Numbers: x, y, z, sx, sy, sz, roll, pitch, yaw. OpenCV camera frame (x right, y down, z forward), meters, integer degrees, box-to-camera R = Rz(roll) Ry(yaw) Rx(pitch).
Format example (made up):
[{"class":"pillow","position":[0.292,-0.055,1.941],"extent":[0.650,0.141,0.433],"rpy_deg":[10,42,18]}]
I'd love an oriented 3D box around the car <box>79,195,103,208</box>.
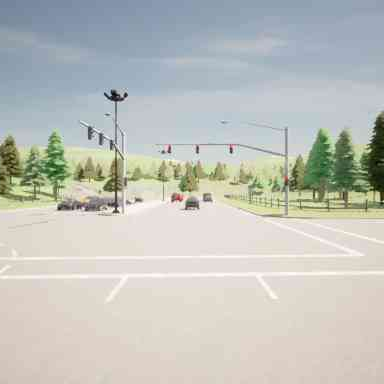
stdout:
[{"class":"car","position":[-15.057,1.352,49.756],"extent":[2.097,1.767,4.553],"rpy_deg":[0,0,0]}]

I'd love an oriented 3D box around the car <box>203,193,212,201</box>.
[{"class":"car","position":[3.820,1.166,84.439],"extent":[2.150,2.045,5.566],"rpy_deg":[0,0,2]}]

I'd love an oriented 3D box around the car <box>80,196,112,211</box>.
[{"class":"car","position":[-11.570,1.505,40.415],"extent":[1.837,1.490,4.892],"rpy_deg":[0,0,0]}]

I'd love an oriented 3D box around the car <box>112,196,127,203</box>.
[{"class":"car","position":[-14.946,1.595,68.777],"extent":[1.895,1.301,4.718],"rpy_deg":[0,0,0]}]

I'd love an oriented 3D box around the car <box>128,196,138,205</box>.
[{"class":"car","position":[-11.533,1.601,59.738],"extent":[1.895,1.301,4.718],"rpy_deg":[0,0,1]}]

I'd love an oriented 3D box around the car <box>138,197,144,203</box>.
[{"class":"car","position":[-11.445,1.595,69.931],"extent":[1.895,1.301,4.718],"rpy_deg":[0,0,0]}]

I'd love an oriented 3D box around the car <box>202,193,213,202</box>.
[{"class":"car","position":[3.591,1.536,73.814],"extent":[2.033,1.411,5.357],"rpy_deg":[0,0,1]}]

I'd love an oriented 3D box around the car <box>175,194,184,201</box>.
[{"class":"car","position":[-3.178,1.419,84.598],"extent":[1.882,1.535,5.008],"rpy_deg":[0,0,2]}]

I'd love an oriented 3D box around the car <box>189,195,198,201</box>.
[{"class":"car","position":[0.321,1.466,84.503],"extent":[2.128,1.511,4.902],"rpy_deg":[0,0,2]}]

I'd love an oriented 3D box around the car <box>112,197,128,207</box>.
[{"class":"car","position":[-11.561,1.547,50.154],"extent":[2.033,1.411,5.357],"rpy_deg":[0,0,0]}]

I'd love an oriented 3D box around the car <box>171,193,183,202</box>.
[{"class":"car","position":[-3.409,1.221,73.853],"extent":[2.150,2.045,5.566],"rpy_deg":[0,0,1]}]

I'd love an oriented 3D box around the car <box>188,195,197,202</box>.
[{"class":"car","position":[0.095,1.475,74.233],"extent":[1.882,1.535,5.008],"rpy_deg":[0,0,1]}]

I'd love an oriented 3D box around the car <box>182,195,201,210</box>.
[{"class":"car","position":[0.032,1.504,43.214],"extent":[1.837,1.490,4.892],"rpy_deg":[0,0,0]}]

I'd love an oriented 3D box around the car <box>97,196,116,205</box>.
[{"class":"car","position":[-15.029,1.489,58.633],"extent":[2.128,1.511,4.902],"rpy_deg":[0,0,0]}]

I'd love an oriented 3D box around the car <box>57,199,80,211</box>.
[{"class":"car","position":[-15.058,1.564,41.249],"extent":[1.994,1.385,4.181],"rpy_deg":[0,0,1]}]
